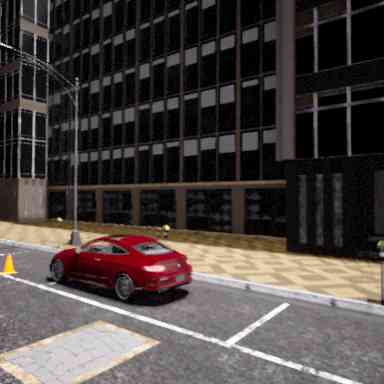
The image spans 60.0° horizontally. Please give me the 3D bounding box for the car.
[{"bbox_3d":[-1.921,1.731,8.472,4.206,1.307,1.802,0,-1,37],"label":"car"}]

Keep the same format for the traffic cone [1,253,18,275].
[{"bbox_3d":[-5.410,2.108,9.875,0.340,0.580,0.340,0,-1,37],"label":"traffic cone"}]
